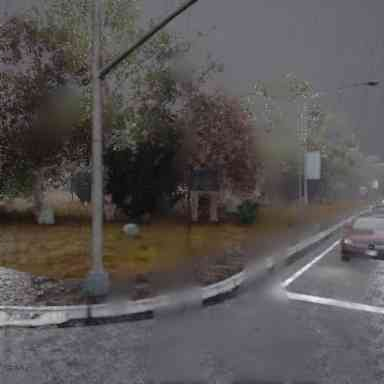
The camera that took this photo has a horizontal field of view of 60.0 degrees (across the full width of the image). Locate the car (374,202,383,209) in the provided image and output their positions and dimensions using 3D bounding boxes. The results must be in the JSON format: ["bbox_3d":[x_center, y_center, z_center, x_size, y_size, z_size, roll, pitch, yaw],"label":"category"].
[{"bbox_3d":[11.651,1.551,19.928,2.033,1.411,5.357,0,0,32],"label":"car"}]

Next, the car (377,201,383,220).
[{"bbox_3d":[16.962,1.530,28.313,1.812,1.442,4.674,0,0,32],"label":"car"}]

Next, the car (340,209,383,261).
[{"bbox_3d":[6.506,1.528,11.744,1.812,1.442,4.674,0,0,32],"label":"car"}]
